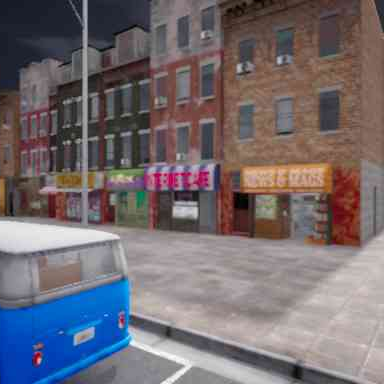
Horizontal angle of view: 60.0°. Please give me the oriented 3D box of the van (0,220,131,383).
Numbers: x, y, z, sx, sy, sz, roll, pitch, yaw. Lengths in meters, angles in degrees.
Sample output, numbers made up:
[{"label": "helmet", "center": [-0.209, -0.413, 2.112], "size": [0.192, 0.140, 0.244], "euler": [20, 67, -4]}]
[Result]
[{"label": "van", "center": [-2.691, 1.343, 4.725], "size": [3.998, 1.788, 1.690], "euler": [0, 0, 35]}]
